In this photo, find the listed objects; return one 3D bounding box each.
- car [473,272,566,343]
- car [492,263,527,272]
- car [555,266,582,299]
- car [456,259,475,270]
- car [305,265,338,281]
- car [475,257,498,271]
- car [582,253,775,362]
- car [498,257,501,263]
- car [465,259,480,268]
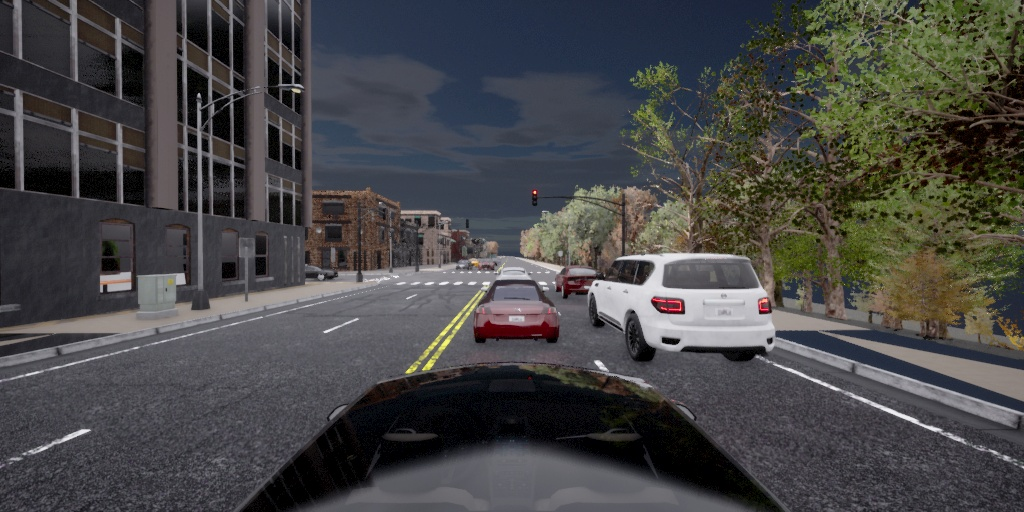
[{"bbox_3d":[0.084,1.312,9.674,1.994,1.385,4.181,0,0,0],"label":"car"},{"bbox_3d":[0.060,1.273,18.418,1.812,1.442,4.674,0,0,-2],"label":"car"},{"bbox_3d":[3.316,1.224,18.193,1.882,1.535,5.008,0,0,1],"label":"car"},{"bbox_3d":[-6.717,1.234,50.721,2.128,1.511,4.902,0,0,1],"label":"car"},{"bbox_3d":[-18.562,1.529,32.875,4.892,1.490,1.837,-1,1,-2],"label":"car"},{"bbox_3d":[-3.471,1.094,49.424,2.097,1.767,4.553,0,0,0],"label":"car"},{"bbox_3d":[3.341,0.970,8.359,2.150,2.045,5.566,0,0,0],"label":"car"},{"bbox_3d":[-3.518,1.342,65.171,1.895,1.301,4.718,0,0,0],"label":"car"},{"bbox_3d":[-6.765,1.219,61.870,1.882,1.535,5.008,0,0,0],"label":"car"}]
